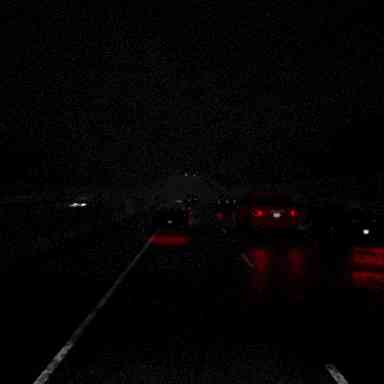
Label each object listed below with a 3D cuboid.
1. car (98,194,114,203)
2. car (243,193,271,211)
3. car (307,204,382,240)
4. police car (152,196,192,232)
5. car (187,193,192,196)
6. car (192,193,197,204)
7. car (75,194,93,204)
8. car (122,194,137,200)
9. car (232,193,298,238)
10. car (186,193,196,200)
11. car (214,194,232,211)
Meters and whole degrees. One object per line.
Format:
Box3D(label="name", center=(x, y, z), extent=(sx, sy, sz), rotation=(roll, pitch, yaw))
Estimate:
Box3D(label="car", center=(-14.198, 1.141, 55.411), extent=(1.812, 1.442, 4.674), rotation=(0, 0, 0))
Box3D(label="car", center=(7.004, 1.036, 36.335), extent=(2.097, 1.767, 4.553), rotation=(0, 0, 0))
Box3D(label="car", center=(7.058, 1.333, 15.915), extent=(1.837, 1.490, 4.892), rotation=(0, 0, 0))
Box3D(label="police car", center=(-1.100, 1.229, 18.874), extent=(1.930, 1.638, 5.238), rotation=(0, 0, 0))
Box3D(label="car", center=(-1.143, 1.147, 34.967), extent=(1.801, 1.575, 5.366), rotation=(0, 0, 0))
Box3D(label="car", center=(-0.141, 1.169, 53.227), extent=(2.033, 1.411, 5.357), rotation=(0, 0, 0))
Box3D(label="car", center=(-17.695, 1.144, 54.598), extent=(1.812, 1.442, 4.674), rotation=(0, 0, 0))
Box3D(label="car", center=(-10.698, 1.089, 56.939), extent=(1.882, 1.535, 5.008), rotation=(0, 0, 0))
Box3D(label="car", center=(3.556, 1.043, 16.642), extent=(2.150, 2.045, 5.566), rotation=(0, 0, 0))
Box3D(label="car", center=(-0.196, 0.982, 73.873), extent=(1.994, 1.385, 4.181), rotation=(0, 0, 0))
Box3D(label="car", center=(3.506, 1.040, 35.547), extent=(2.097, 1.767, 4.553), rotation=(0, 0, 0))
